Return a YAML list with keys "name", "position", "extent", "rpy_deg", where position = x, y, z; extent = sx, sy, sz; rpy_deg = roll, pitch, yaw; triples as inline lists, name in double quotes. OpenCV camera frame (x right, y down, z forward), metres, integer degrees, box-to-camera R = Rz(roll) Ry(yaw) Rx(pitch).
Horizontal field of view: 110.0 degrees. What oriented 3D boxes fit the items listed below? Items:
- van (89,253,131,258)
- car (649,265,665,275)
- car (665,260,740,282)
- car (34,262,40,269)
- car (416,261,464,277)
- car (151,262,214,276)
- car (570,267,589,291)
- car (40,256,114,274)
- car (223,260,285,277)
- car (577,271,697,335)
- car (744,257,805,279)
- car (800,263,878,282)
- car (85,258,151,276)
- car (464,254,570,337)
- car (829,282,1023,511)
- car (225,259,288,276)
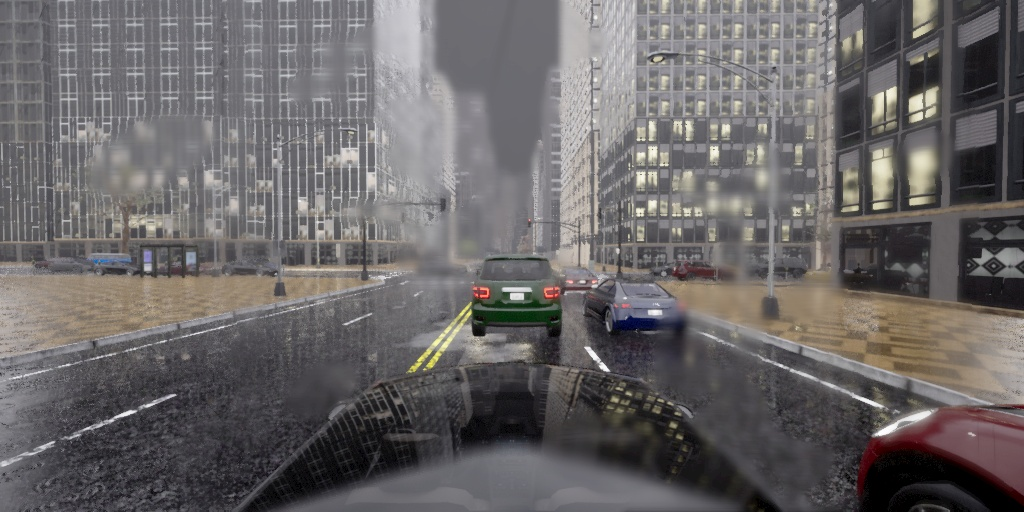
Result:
- name: "van"
  position: [-45.208, 0.603, 40.163]
  extent: [3.998, 1.789, 1.690]
  rpy_deg: [0, 0, 1]
- name: "car"
  position: [16.486, 1.365, 36.343]
  extent: [4.892, 1.490, 1.837]
  rpy_deg: [0, 1, -1]
- name: "car"
  position: [16.253, 1.268, 30.542]
  extent: [5.009, 1.841, 2.192]
  rpy_deg: [0, 0, 1]
- name: "car"
  position: [-50.890, 0.792, 40.290]
  extent: [4.207, 1.307, 1.802]
  rpy_deg: [0, 0, 1]
- name: "car"
  position: [-6.454, 1.201, 33.516]
  extent: [4.902, 1.511, 2.128]
  rpy_deg: [0, 1, 1]
- name: "car"
  position: [-28.355, 1.137, 31.295]
  extent: [4.207, 1.307, 1.802]
  rpy_deg: [0, 0, 1]
- name: "car"
  position: [3.389, 1.287, 19.750]
  extent: [2.033, 1.411, 5.357]
  rpy_deg: [0, 0, 0]
- name: "car"
  position: [-41.511, 0.955, 34.294]
  extent: [4.181, 1.385, 1.994]
  rpy_deg: [1, 1, 2]
- name: "car"
  position: [-22.671, 1.172, 31.150]
  extent: [4.313, 1.339, 1.948]
  rpy_deg: [0, 0, 1]
- name: "car"
  position: [3.374, 1.310, 10.508]
  extent: [1.994, 1.385, 4.181]
  rpy_deg: [0, 0, -1]
- name: "car"
  position: [26.562, 1.171, 36.122]
  extent: [5.566, 2.045, 2.150]
  rpy_deg: [1, 1, 1]
- name: "car"
  position: [27.701, 1.577, 30.322]
  extent: [4.829, 1.417, 1.751]
  rpy_deg: [0, 0, 1]
- name: "car"
  position: [-34.035, 1.068, 31.479]
  extent: [4.313, 1.339, 1.948]
  rpy_deg: [0, 0, 1]
- name: "car"
  position: [0.117, 0.967, 10.415]
  extent: [2.150, 2.045, 5.566]
  rpy_deg: [0, 0, 0]
- name: "car"
  position: [3.344, 1.103, 0.464]
  extent: [2.097, 1.767, 4.553]
  rpy_deg: [0, 0, 0]
- name: "car"
  position: [-24.041, 1.076, 33.885]
  extent: [4.674, 1.442, 1.812]
  rpy_deg: [1, 1, 1]
